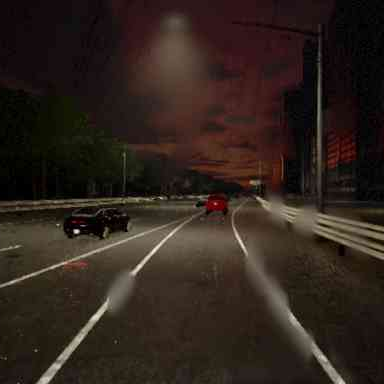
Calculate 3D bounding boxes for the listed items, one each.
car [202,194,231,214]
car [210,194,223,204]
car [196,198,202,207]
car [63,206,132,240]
[{"bbox_3d":[2.799,1.316,36.350,2.150,2.045,5.566,0,0,9],"label":"car"},{"bbox_3d":[5.280,1.429,70.179,2.150,2.045,5.566,1,0,10],"label":"car"},{"bbox_3d":[1.909,1.672,51.910,2.033,1.411,5.357,1,0,11],"label":"car"},{"bbox_3d":[-4.586,1.480,16.843,1.837,1.490,4.892,1,0,10],"label":"car"}]
